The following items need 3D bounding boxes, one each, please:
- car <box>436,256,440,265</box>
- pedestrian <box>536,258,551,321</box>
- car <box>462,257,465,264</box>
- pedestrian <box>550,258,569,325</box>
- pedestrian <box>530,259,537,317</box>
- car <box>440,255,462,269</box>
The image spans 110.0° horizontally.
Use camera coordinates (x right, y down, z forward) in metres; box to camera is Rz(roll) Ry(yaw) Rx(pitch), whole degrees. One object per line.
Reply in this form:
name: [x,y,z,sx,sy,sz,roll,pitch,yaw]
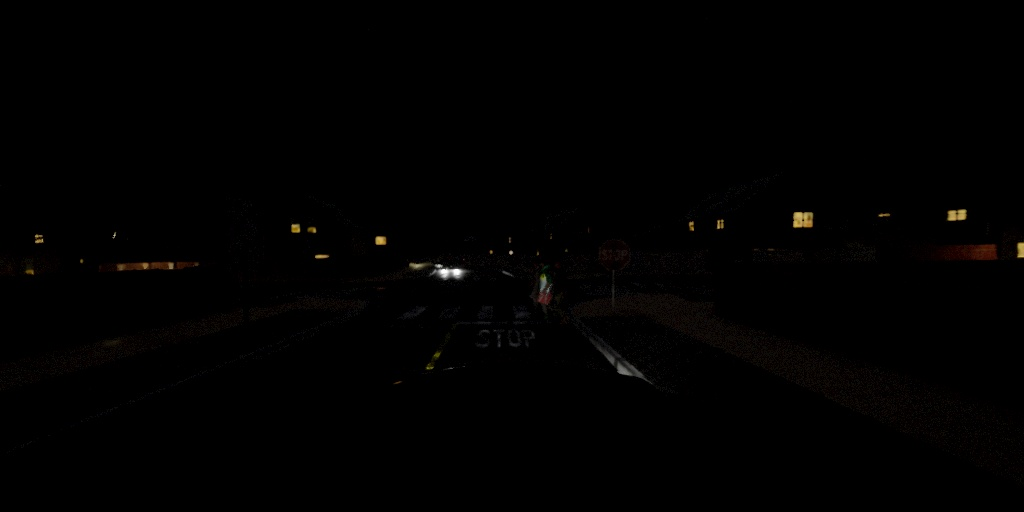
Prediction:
car: [-11.689,0.746,60.120,1.994,1.385,4.181,-1,1,-16]
pedestrian: [0.991,0.918,10.360,0.375,1.860,0.375,-1,2,-2]
car: [-9.593,0.688,62.878,2.033,1.411,5.357,-1,1,-18]
pedestrian: [1.331,0.927,9.681,0.375,1.860,0.375,-1,2,-2]
pedestrian: [0.852,0.910,11.021,0.375,1.860,0.375,-1,2,-2]
car: [-7.610,0.890,44.388,1.895,1.301,4.718,0,1,-12]
